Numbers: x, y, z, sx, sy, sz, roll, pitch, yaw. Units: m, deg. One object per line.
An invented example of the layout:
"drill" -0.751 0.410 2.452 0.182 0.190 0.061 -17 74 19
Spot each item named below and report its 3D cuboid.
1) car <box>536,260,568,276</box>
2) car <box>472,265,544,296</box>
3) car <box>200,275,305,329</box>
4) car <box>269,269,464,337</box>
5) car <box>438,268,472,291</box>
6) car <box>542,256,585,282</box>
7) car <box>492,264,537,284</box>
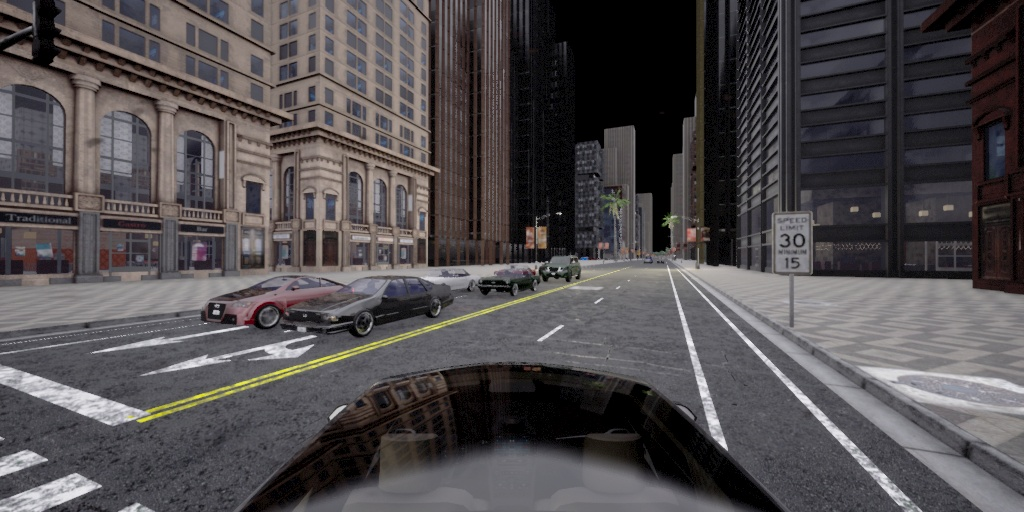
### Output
"car" 4.320 1.249 37.935 1.882 1.535 5.008 0 0 24
"car" -0.040 1.357 19.519 1.895 1.301 4.718 0 0 23
"car" -7.057 1.316 11.337 1.994 1.385 4.181 0 0 23
"car" -3.800 1.299 10.698 2.033 1.411 5.357 0 0 23
"car" -3.626 1.356 19.398 1.895 1.301 4.718 0 0 23
"car" 4.159 0.985 29.357 2.150 2.045 5.566 0 0 23
"car" 0.283 1.363 28.561 1.895 1.301 4.718 0 0 23
